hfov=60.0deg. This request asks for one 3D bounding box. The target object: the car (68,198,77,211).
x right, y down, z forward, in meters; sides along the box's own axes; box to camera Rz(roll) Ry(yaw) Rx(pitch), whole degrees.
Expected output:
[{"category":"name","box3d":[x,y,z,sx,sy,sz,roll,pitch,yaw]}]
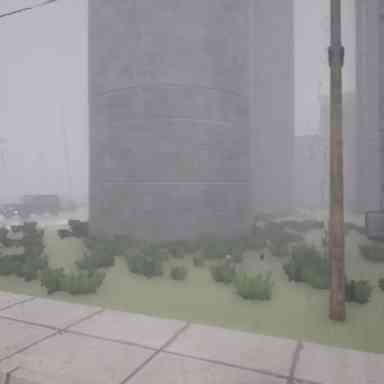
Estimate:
[{"category":"car","box3d":[-15.443,1.487,38.150,4.611,1.667,2.242,0,0,23]}]

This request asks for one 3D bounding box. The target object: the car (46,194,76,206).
[{"category":"car","box3d":[-22.162,1.318,56.233,4.605,1.855,1.932,0,0,23]}]

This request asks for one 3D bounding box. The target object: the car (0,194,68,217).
[{"category":"car","box3d":[-14.354,1.239,30.093,2.150,2.045,5.566,0,0,22]}]
